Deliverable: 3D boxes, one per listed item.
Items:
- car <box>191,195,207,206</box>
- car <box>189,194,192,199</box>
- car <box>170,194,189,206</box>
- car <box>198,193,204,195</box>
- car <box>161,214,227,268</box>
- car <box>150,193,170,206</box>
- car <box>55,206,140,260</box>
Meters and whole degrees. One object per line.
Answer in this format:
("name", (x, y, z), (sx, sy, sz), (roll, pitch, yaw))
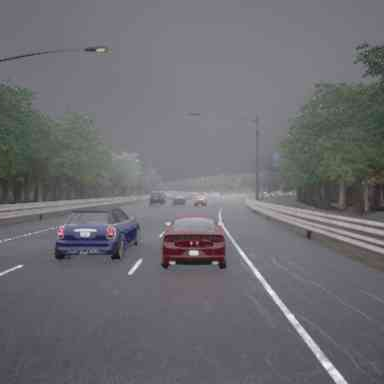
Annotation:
("car", (1.312, 1.521, 51.194), (1.895, 1.301, 4.718), (0, 0, 2))
("car", (-0.684, 1.359, 88.684), (2.128, 1.511, 4.902), (0, 0, 1))
("car", (-1.962, 1.384, 54.208), (1.882, 1.535, 5.008), (0, 0, 2))
("car", (1.809, 1.377, 62.636), (1.882, 1.535, 5.008), (0, 0, 2))
("car", (0.081, 1.476, 11.374), (1.882, 1.535, 5.008), (0, 0, 1))
("car", (-5.488, 1.124, 54.236), (2.150, 2.045, 5.566), (0, 0, 3))
("car", (-3.304, 1.347, 12.513), (2.097, 1.767, 4.553), (0, 0, 1))
